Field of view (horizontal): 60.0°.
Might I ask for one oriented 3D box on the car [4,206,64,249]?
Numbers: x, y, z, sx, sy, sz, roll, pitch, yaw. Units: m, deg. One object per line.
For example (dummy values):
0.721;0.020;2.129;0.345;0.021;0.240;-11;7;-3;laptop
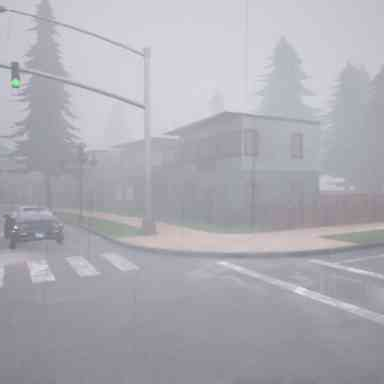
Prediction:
-6.531;1.314;13.637;1.812;1.442;4.674;-1;1;-32;car
